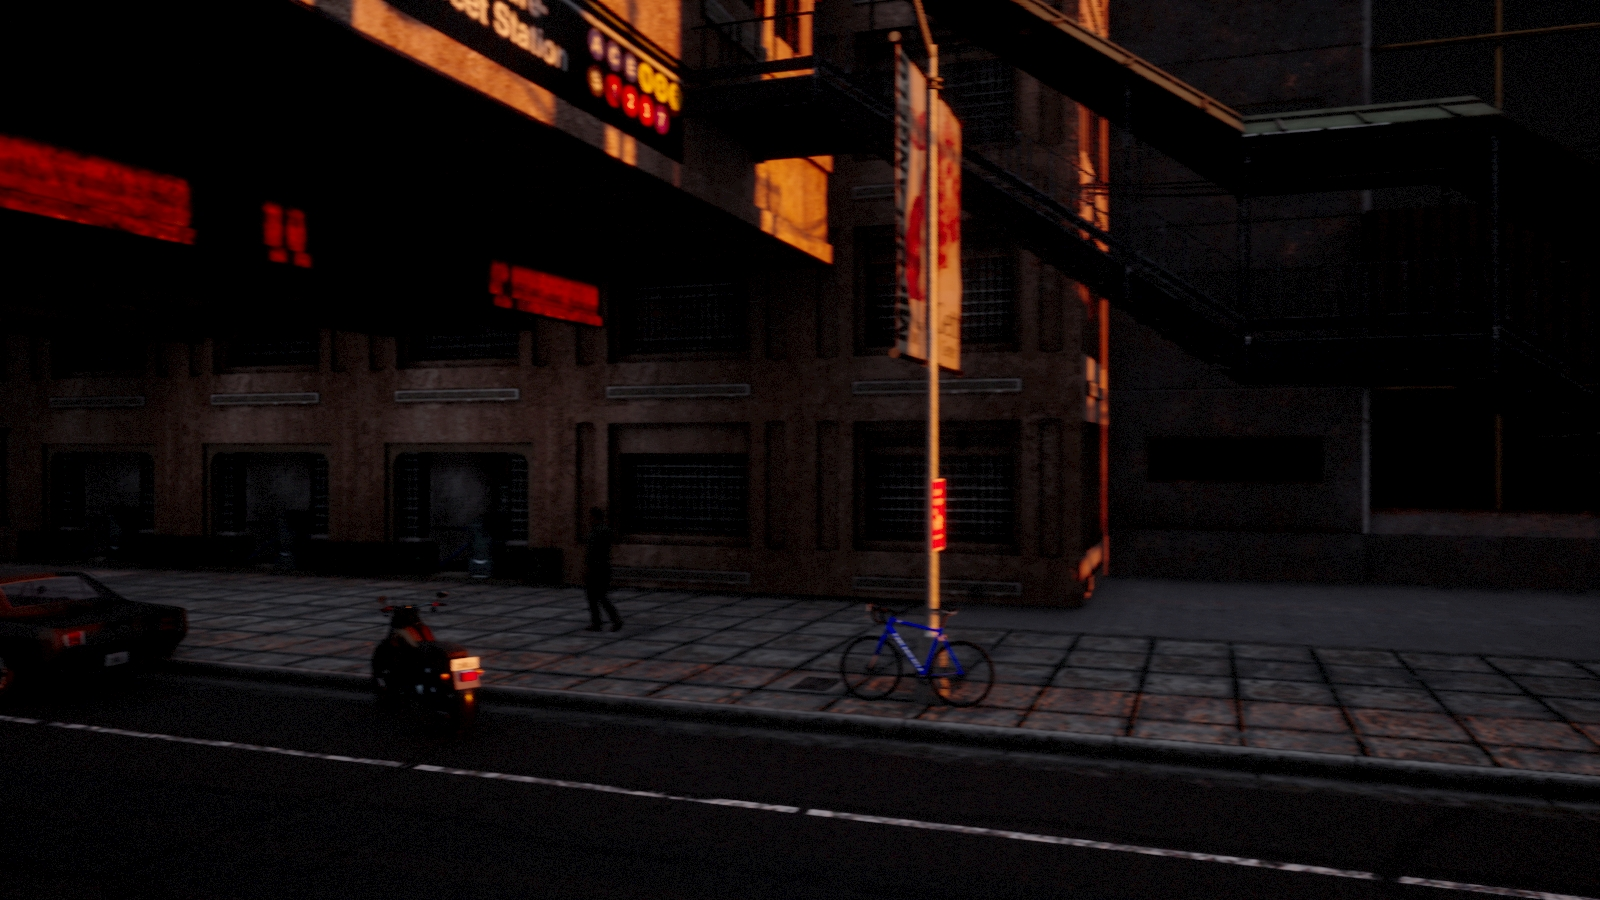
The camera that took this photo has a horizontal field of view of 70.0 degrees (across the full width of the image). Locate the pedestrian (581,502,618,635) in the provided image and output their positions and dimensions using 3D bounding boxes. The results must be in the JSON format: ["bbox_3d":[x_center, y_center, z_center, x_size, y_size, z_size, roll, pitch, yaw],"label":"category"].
[{"bbox_3d":[-2.888,1.696,16.483,0.375,1.860,0.375,0,0,26],"label":"pedestrian"}]
